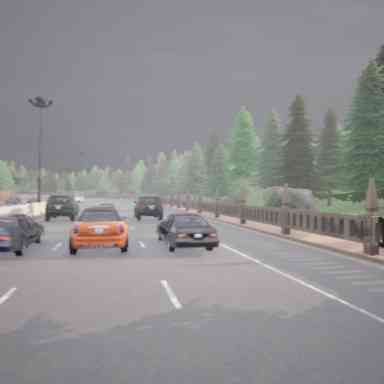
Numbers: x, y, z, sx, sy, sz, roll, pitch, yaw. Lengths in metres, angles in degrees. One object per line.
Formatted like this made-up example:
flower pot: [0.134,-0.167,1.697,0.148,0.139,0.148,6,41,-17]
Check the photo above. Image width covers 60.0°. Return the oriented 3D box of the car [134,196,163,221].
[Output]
car: [-3.848,1.378,29.188,2.150,2.045,5.566,1,0,-13]

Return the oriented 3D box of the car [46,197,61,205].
car: [-26.540,1.661,63.865,1.994,1.385,4.181,1,0,-13]

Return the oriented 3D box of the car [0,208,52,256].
car: [-7.164,1.547,12.943,2.033,1.411,5.357,1,0,-13]

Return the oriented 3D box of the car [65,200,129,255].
car: [-3.778,1.401,13.848,2.097,1.767,4.553,1,-1,-13]

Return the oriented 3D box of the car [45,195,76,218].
car: [-10.655,1.276,27.561,2.150,2.045,5.566,1,0,-13]

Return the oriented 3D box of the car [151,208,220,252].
car: [-0.357,1.649,14.571,2.033,1.411,5.357,1,0,-13]

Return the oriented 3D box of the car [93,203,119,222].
car: [-7.322,1.676,28.658,1.994,1.385,4.181,1,0,-13]
